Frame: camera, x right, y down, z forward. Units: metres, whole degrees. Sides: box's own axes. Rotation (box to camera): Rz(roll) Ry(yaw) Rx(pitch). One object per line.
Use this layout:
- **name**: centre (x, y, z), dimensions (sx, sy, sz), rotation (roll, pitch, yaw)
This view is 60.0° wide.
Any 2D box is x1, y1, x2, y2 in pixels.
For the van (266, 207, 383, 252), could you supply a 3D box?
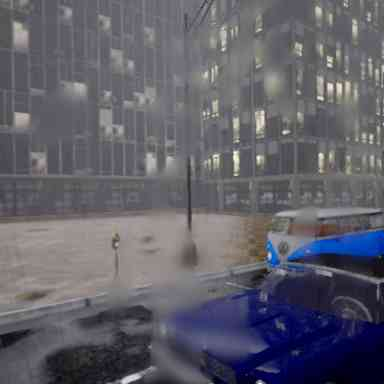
- **van**: centre (3.755, 1.344, 9.100), dimensions (3.998, 1.788, 1.690), rotation (-1, -1, -37)

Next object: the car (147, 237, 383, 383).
- **car**: centre (1.833, 1.605, 4.422), dimensions (4.718, 1.301, 1.895), rotation (-1, 0, -37)
